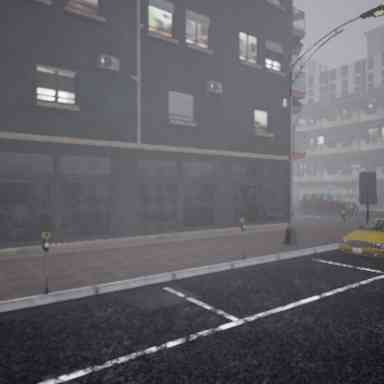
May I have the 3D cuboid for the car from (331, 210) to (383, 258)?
[{"bbox_3d":[7.010,1.456,11.586,4.829,1.417,1.752,0,0,-36],"label":"car"}]

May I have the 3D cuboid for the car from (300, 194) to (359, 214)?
[{"bbox_3d":[11.979,1.114,29.386,2.192,1.841,5.009,0,0,-36],"label":"car"}]
